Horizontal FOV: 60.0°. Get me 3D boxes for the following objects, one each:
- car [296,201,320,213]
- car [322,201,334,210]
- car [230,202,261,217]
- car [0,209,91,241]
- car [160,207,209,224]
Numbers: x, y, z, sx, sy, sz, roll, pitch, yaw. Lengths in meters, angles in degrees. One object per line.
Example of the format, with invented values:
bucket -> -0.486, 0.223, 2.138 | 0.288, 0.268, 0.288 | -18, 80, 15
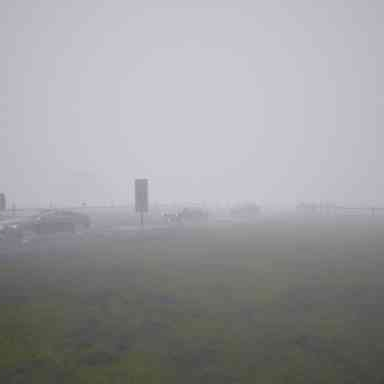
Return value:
car -> 15.964, 2.072, 46.280 | 1.837, 1.490, 4.892 | -1, -2, 35
car -> 22.048, 2.245, 54.909 | 2.033, 1.411, 5.357 | -1, -1, 36
car -> 5.998, 1.933, 37.270 | 1.882, 1.535, 5.008 | -1, -1, 35
car -> -7.766, 1.651, 17.797 | 2.128, 1.511, 4.902 | -1, -1, 35
car -> -0.541, 1.917, 28.024 | 1.895, 1.301, 4.718 | -1, -1, 35
